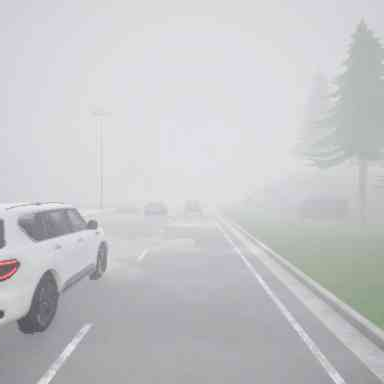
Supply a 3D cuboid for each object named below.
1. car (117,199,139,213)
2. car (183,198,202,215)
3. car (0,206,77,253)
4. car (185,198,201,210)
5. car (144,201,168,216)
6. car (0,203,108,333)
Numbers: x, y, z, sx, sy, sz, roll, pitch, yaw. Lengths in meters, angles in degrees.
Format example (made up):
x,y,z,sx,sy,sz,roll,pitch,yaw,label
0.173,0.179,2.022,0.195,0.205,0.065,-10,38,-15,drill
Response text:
x,y,z,sx,sy,sz,roll,pitch,yaw,label
-6.903,1.522,35.988,1.812,1.442,4.674,0,0,0,car
0.091,1.544,34.435,2.033,1.411,5.357,0,0,0,car
-6.901,1.476,14.800,1.882,1.535,5.008,0,0,0,car
0.133,1.542,44.511,2.033,1.411,5.357,0,0,1,car
-3.404,1.560,32.091,1.994,1.385,4.181,0,0,0,car
-3.400,1.220,6.915,2.150,2.045,5.566,0,0,0,car
